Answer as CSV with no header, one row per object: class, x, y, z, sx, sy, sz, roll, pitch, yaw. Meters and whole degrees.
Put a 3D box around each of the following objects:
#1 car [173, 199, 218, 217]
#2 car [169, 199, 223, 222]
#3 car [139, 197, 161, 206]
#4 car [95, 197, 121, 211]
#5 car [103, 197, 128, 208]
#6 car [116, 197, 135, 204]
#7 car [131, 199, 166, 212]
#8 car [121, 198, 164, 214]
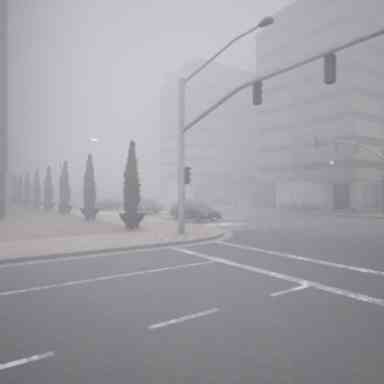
car,0.200,1.507,32.730,1.882,1.535,5.008,0,0,-35
car,0.182,1.572,26.603,2.033,1.411,5.357,0,0,-34
car,-7.078,1.606,55.713,1.994,1.385,4.181,0,0,-34
car,-10.808,1.626,42.388,1.895,1.301,4.718,0,0,-35
car,-11.371,1.508,49.335,1.882,1.535,5.008,0,0,-35
car,-12.736,1.643,63.878,1.895,1.301,4.718,0,0,-34
car,-5.424,1.578,40.786,2.033,1.411,5.357,0,0,-35
car,-5.178,1.377,34.320,2.097,1.767,4.553,0,0,-35
